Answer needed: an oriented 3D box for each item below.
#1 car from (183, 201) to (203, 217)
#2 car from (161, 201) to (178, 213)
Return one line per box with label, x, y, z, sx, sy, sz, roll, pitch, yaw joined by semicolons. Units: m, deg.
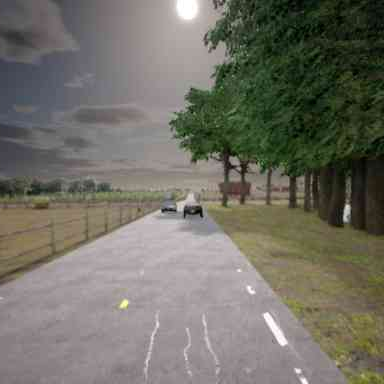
car;0.101;1.676;33.797;1.882;1.535;5.008;0;0;0
car;-2.748;1.804;41.039;2.033;1.411;5.357;0;0;0
